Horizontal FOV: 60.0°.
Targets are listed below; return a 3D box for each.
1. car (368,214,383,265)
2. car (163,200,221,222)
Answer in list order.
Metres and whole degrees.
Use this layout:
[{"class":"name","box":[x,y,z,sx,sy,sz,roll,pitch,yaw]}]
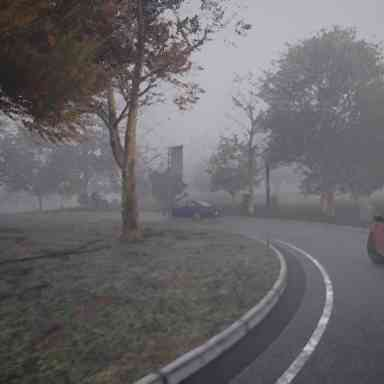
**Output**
[{"class":"car","box":[5.869,1.157,7.965,2.150,2.045,5.566,0,0,18]},{"class":"car","box":[-0.110,1.364,25.733,5.008,1.535,1.882,1,0,41]}]
